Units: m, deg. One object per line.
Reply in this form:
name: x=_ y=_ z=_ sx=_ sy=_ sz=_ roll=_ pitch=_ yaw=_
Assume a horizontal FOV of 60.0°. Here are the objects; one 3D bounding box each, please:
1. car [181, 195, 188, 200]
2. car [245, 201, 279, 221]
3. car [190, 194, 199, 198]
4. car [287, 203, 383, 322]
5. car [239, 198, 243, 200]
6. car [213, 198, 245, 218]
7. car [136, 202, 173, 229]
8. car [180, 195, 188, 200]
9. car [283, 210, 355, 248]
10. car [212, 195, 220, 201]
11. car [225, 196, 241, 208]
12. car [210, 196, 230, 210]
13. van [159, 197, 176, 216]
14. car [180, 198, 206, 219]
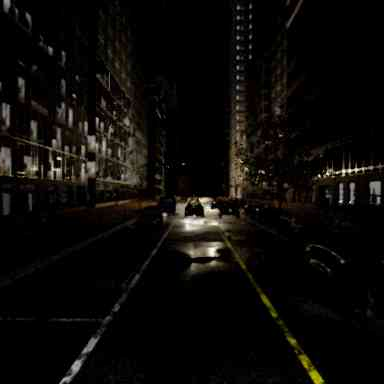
car: x=-1.980 y=1.541 z=89.878 sx=1.802 sy=1.307 sz=4.206 roll=1 pitch=0 yaw=0
car: x=5.895 y=1.613 z=27.188 sx=2.008 sy=1.369 sz=4.403 roll=0 pitch=0 yaw=0
car: x=0.628 y=1.344 z=79.606 sx=2.097 sy=1.767 sz=4.553 roll=0 pitch=0 yaw=0
car: x=3.947 y=1.259 z=7.405 sx=2.150 sy=2.045 sz=5.566 roll=0 pitch=0 yaw=0
car: x=5.941 y=1.613 z=32.880 sx=2.008 sy=1.369 sz=4.403 roll=0 pitch=0 yaw=0
car: x=3.260 y=1.592 z=30.366 sx=2.033 sy=1.411 sz=5.357 roll=0 pitch=0 yaw=1
car: x=-2.531 y=1.555 z=21.566 sx=2.008 sy=1.369 sz=4.403 roll=0 pitch=0 yaw=0
car: x=-2.026 y=1.513 z=84.184 sx=1.887 sy=1.381 sz=4.507 roll=1 pitch=0 yaw=0
car: x=5.803 y=1.637 z=15.803 sx=1.802 sy=1.307 sz=4.206 roll=0 pitch=0 yaw=0
car: x=6.400 y=1.580 z=89.802 sx=1.947 sy=1.339 sz=4.313 roll=1 pitch=0 yaw=0
car: x=6.079 y=1.496 z=49.956 sx=1.967 sy=1.590 sz=4.097 roll=0 pitch=0 yaw=0
car: x=3.336 y=1.589 z=42.795 sx=2.033 sy=1.411 sz=5.357 roll=0 pitch=0 yaw=1
van: x=-2.438 y=1.349 z=32.951 sx=1.690 sy=1.788 sz=3.998 roll=0 pitch=0 yaw=0
car: x=0.229 y=1.573 z=30.271 sx=2.033 sy=1.411 sz=5.357 roll=0 pitch=0 yaw=0
